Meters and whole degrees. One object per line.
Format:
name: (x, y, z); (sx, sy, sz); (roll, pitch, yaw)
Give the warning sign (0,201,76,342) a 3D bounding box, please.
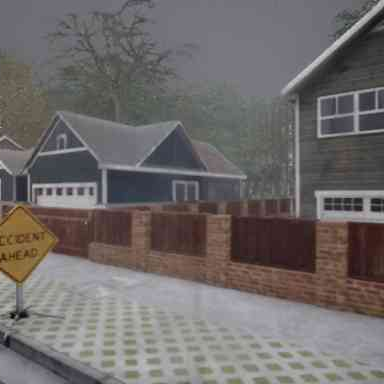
warning sign: (-2.724, 1.105, 5.255); (1.060, 1.860, 1.300); (0, 0, 36)
